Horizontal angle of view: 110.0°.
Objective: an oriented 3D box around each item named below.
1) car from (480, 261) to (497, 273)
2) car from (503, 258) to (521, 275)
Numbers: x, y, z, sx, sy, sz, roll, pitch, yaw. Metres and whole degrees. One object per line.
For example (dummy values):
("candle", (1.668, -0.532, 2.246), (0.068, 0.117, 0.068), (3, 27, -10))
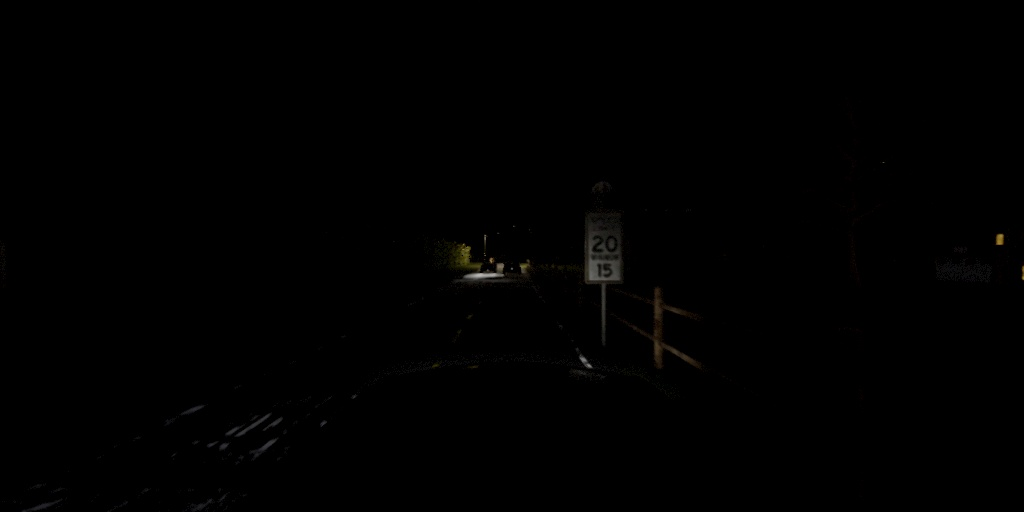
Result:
("car", (-2.757, 1.294, 43.123), (1.895, 1.301, 4.718), (0, 0, 0))
("car", (-0.002, 1.260, 38.739), (1.994, 1.385, 4.181), (0, 0, 0))
